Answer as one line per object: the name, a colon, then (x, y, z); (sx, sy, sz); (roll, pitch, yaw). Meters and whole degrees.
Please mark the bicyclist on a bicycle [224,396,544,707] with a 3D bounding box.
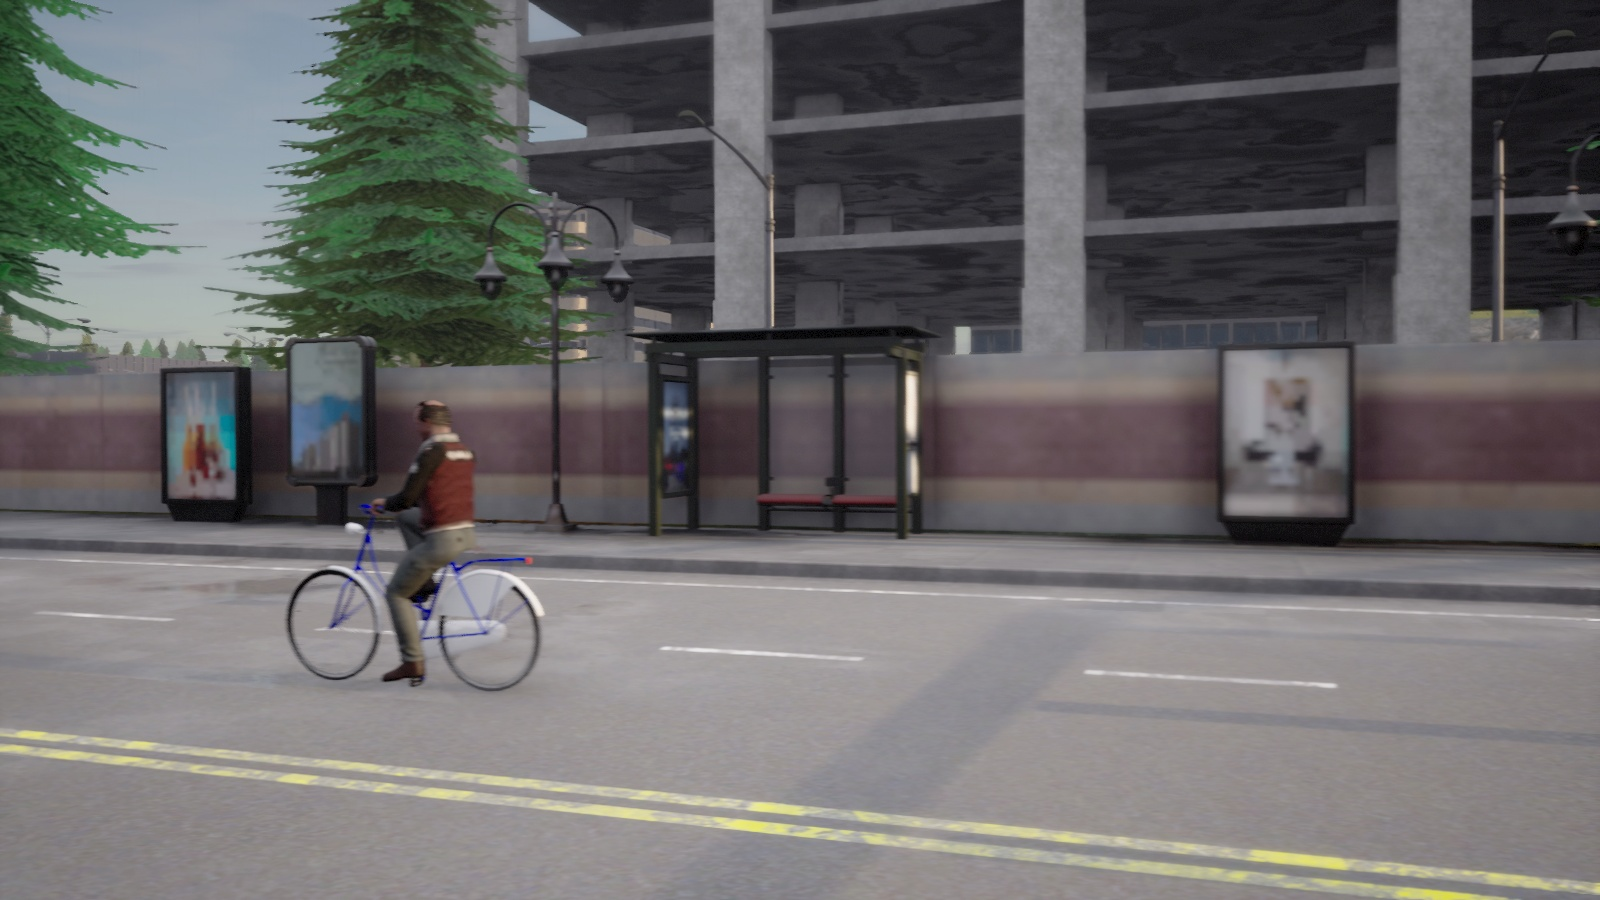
bicyclist on a bicycle: (-2.566, 0.563, 7.746); (1.843, 1.776, 0.659); (1, 1, 19)
